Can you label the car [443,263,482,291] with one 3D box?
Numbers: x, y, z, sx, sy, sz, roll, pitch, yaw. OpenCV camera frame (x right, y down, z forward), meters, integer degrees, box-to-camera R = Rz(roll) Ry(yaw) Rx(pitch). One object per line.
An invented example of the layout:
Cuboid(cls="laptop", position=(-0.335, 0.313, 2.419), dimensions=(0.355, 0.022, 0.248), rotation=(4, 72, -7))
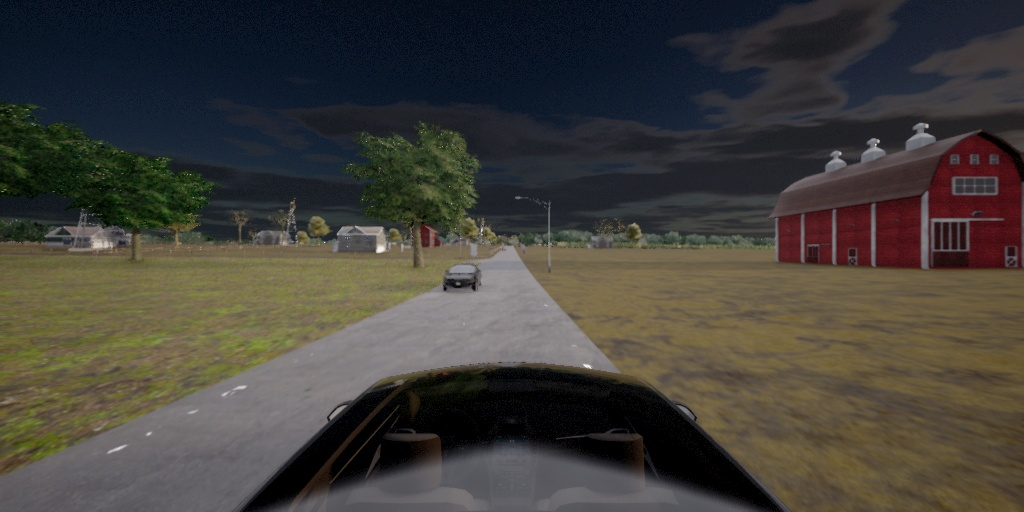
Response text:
Cuboid(cls="car", position=(-2.852, 1.175, 21.429), dimensions=(1.882, 1.535, 5.008), rotation=(0, 1, 0))
